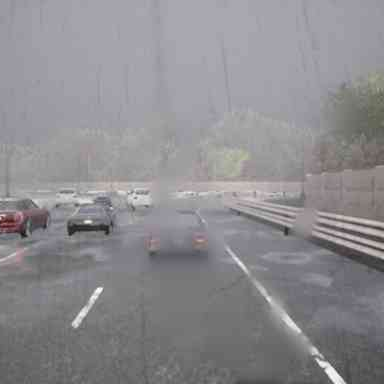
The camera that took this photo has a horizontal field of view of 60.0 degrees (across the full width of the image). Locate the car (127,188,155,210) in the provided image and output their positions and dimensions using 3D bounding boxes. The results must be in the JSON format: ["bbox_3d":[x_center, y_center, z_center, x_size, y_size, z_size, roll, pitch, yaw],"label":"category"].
[{"bbox_3d":[-5.078,0.664,32.735,2.150,2.045,5.566,0,1,-17],"label":"car"}]

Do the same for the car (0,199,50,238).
[{"bbox_3d":[-8.394,1.085,15.959,2.097,1.767,4.553,0,1,-8],"label":"car"}]

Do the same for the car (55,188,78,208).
[{"bbox_3d":[-13.767,0.607,36.562,2.150,2.045,5.566,0,1,-20],"label":"car"}]

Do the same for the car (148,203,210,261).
[{"bbox_3d":[-0.458,1.350,11.442,2.033,1.411,5.357,0,1,-3],"label":"car"}]

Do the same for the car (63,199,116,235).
[{"bbox_3d":[-5.002,1.276,16.968,1.994,1.385,4.181,0,1,-9],"label":"car"}]

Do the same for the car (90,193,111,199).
[{"bbox_3d":[-9.642,0.907,35.363,1.837,1.490,4.892,0,1,-19],"label":"car"}]
